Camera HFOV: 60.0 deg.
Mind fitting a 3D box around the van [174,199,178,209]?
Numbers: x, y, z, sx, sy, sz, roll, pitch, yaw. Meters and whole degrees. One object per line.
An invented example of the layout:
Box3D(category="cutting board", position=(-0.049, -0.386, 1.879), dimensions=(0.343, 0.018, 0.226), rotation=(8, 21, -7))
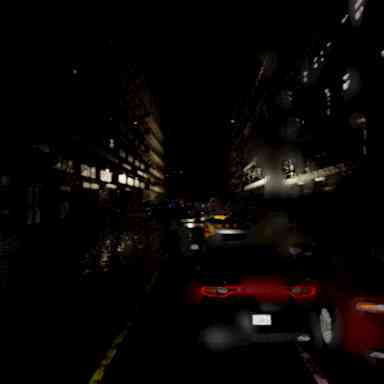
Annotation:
Box3D(category="van", position=(-3.599, 2.035, 50.656), dimensions=(1.690, 1.788, 3.998), rotation=(1, -1, 2))

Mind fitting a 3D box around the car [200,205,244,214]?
Box3D(category="car", position=(1.432, 1.657, 17.030), dimensions=(1.801, 1.575, 5.366), rotation=(0, -1, 2))

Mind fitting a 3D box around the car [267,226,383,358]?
Box3D(category="car", position=(2.840, 1.600, 6.118), dimensions=(1.887, 1.381, 4.507), rotation=(1, -1, 2))

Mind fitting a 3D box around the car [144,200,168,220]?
Box3D(category="car", position=(-4.134, 1.781, 34.075), dimensions=(2.192, 1.841, 5.009), rotation=(1, -1, 2))

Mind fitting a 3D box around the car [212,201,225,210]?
Box3D(category="car", position=(4.451, 2.259, 55.863), dimensions=(1.887, 1.381, 4.507), rotation=(1, -1, 2))

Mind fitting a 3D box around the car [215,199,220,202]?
Box3D(category="car", position=(4.272, 2.179, 50.337), dimensions=(1.887, 1.381, 4.507), rotation=(1, -1, 2))

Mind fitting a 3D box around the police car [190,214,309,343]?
Box3D(category="police car", position=(0.990, 1.504, 6.954), dimensions=(1.930, 1.638, 5.238), rotation=(0, -1, 2))

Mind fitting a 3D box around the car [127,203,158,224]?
Box3D(category="car", position=(-4.323, 1.917, 28.375), dimensions=(1.752, 1.417, 4.829), rotation=(1, -1, 2))

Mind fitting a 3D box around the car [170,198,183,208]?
Box3D(category="car", position=(-3.061, 2.252, 67.236), dimensions=(2.192, 1.841, 5.009), rotation=(1, -1, 2))

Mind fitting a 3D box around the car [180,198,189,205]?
Box3D(category="car", position=(-2.166, 2.689, 94.871), dimensions=(2.192, 1.841, 5.009), rotation=(1, -1, 2))

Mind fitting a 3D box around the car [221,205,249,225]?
Box3D(category="car", position=(3.556, 1.879, 28.227), dimensions=(1.887, 1.381, 4.507), rotation=(1, -1, 2))

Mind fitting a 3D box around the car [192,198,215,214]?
Box3D(category="car", position=(1.461, 1.774, 43.275), dimensions=(2.150, 2.045, 5.566), rotation=(0, -1, 2))

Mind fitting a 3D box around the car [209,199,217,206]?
Box3D(category="car", position=(5.313, 2.575, 83.505), dimensions=(1.967, 1.590, 4.097), rotation=(1, -1, 2))

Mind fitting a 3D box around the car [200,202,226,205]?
Box3D(category="car", position=(1.627, 1.734, 23.029), dimensions=(1.801, 1.575, 5.366), rotation=(0, -1, 2))

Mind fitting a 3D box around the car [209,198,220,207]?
Box3D(category="car", position=(4.958, 2.276, 72.451), dimensions=(2.192, 1.841, 5.009), rotation=(1, -1, 2))

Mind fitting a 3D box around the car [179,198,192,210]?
Box3D(category="car", position=(-0.795, 2.298, 58.701), dimensions=(1.837, 1.490, 4.892), rotation=(0, -1, 2))

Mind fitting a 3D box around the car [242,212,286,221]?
Box3D(category="car", position=(3.025, 1.650, 11.817), dimensions=(1.752, 1.417, 4.829), rotation=(1, -1, 2))

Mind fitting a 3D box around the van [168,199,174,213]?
Box3D(category="van", position=(-3.777, 1.956, 45.127), dimensions=(1.690, 1.788, 3.998), rotation=(1, -1, 2))

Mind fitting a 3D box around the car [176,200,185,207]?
Box3D(category="car", position=(-2.707, 2.672, 78.288), dimensions=(1.947, 1.339, 4.313), rotation=(1, -1, 2))
